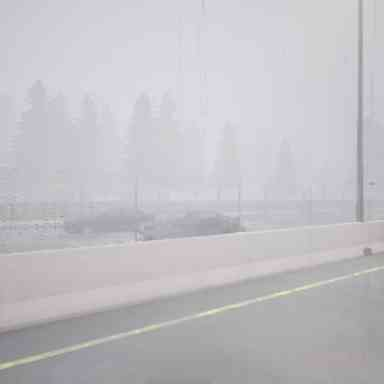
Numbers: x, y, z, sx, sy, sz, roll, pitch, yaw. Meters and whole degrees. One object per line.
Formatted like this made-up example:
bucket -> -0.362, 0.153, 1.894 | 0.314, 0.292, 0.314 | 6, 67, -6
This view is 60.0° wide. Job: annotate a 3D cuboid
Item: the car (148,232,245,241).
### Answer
car -> 0.278, 1.608, 12.730 | 4.181, 1.385, 1.994 | 1, 0, -35
